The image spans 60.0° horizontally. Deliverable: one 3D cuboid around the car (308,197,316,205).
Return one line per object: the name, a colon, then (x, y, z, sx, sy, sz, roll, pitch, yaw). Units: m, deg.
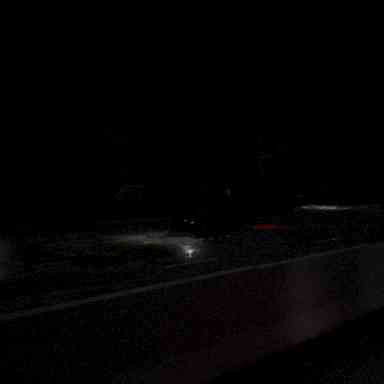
car: (13.758, 0.962, 43.662, 1.882, 1.535, 5.008, -1, 1, -35)

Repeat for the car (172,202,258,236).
car: (1.276, 1.341, 17.708, 5.008, 1.535, 1.882, -1, 0, -35)

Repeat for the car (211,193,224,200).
car: (5.436, 0.874, 70.323, 1.994, 1.385, 4.181, -1, 1, -6)

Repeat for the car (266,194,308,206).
car: (11.372, 1.138, 40.944, 1.895, 1.301, 4.718, -1, 1, -35)

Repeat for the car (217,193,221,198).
car: (4.412, 0.997, 57.017, 1.895, 1.301, 4.718, -1, 1, -35)
